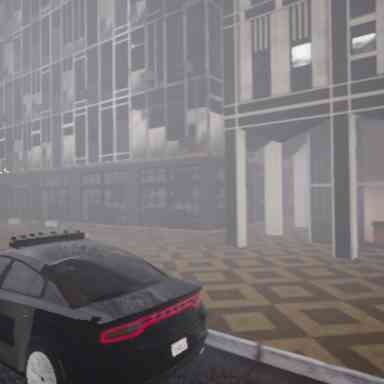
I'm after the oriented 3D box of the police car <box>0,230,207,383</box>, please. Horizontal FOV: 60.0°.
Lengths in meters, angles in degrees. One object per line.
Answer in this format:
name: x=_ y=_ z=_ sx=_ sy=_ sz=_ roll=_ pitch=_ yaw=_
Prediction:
police car: x=-2.238 y=1.426 z=5.016 sx=5.238 sy=1.638 sz=1.930 roll=0 pitch=0 yaw=35
